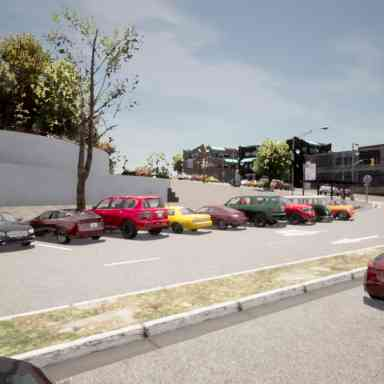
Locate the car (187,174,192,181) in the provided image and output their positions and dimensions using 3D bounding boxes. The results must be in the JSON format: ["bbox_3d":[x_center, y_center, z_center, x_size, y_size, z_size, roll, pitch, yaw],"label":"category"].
[{"bbox_3d":[1.664,-3.851,90.834,2.185,1.767,4.553,6,3,34],"label":"car"}]

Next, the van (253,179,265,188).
[{"bbox_3d":[15.563,-1.764,71.085,1.878,1.987,4.442,7,4,35],"label":"van"}]

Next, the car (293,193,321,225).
[{"bbox_3d":[6.117,1.267,24.480,5.566,2.045,2.435,-1,-1,35],"label":"car"}]

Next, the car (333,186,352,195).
[{"bbox_3d":[25.954,0.136,56.393,2.002,1.452,4.674,7,3,35],"label":"car"}]

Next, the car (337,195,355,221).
[{"bbox_3d":[11.064,1.403,27.900,4.553,1.767,2.185,-1,-1,35],"label":"car"}]

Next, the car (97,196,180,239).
[{"bbox_3d":[-3.750,1.248,17.562,5.566,2.045,2.435,-1,-1,35],"label":"car"}]

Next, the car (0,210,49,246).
[{"bbox_3d":[-8.615,1.493,14.070,4.892,1.521,2.231,-1,-1,35],"label":"car"}]

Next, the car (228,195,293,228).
[{"bbox_3d":[3.604,1.262,22.775,5.566,2.045,2.435,-1,-1,35],"label":"car"}]

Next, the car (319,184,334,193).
[{"bbox_3d":[24.263,-0.427,58.866,2.435,2.045,5.566,7,3,35],"label":"car"}]

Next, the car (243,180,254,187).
[{"bbox_3d":[13.989,-1.812,73.816,1.946,1.575,5.366,7,3,35],"label":"car"}]

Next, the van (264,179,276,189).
[{"bbox_3d":[17.292,-1.491,68.613,1.878,1.987,4.442,7,4,35],"label":"van"}]

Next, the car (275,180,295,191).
[{"bbox_3d":[19.052,-0.993,66.251,2.231,1.521,4.892,7,3,35],"label":"car"}]

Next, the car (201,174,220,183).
[{"bbox_3d":[5.309,-3.176,86.108,1.946,1.575,5.366,7,3,34],"label":"car"}]

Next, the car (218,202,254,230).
[{"bbox_3d":[1.176,1.548,21.017,4.674,1.452,2.002,-1,-1,35],"label":"car"}]

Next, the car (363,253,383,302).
[{"bbox_3d":[5.559,1.574,7.103,4.181,1.385,1.994,0,0,-34],"label":"car"}]

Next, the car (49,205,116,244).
[{"bbox_3d":[-6.195,1.524,15.817,4.792,1.488,2.163,-1,-1,35],"label":"car"}]

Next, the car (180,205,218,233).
[{"bbox_3d":[-1.430,1.503,19.389,5.366,1.575,1.946,-1,-1,35],"label":"car"}]

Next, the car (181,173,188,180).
[{"bbox_3d":[-0.066,-4.085,93.304,2.185,1.767,4.553,4,1,33],"label":"car"}]

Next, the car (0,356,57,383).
[{"bbox_3d":[-2.882,1.504,1.076,4.892,1.490,1.837,0,0,-35],"label":"car"}]

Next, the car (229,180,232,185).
[{"bbox_3d":[10.415,-2.317,78.598,2.002,1.452,4.674,7,3,35],"label":"car"}]

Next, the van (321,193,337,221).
[{"bbox_3d":[8.655,1.297,26.150,4.442,1.987,1.878,-1,-1,35],"label":"van"}]

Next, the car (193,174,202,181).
[{"bbox_3d":[3.458,-3.699,88.368,2.435,2.045,5.566,7,3,34],"label":"car"}]

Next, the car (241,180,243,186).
[{"bbox_3d":[12.157,-2.044,76.136,2.002,1.452,4.674,7,4,35],"label":"car"}]
